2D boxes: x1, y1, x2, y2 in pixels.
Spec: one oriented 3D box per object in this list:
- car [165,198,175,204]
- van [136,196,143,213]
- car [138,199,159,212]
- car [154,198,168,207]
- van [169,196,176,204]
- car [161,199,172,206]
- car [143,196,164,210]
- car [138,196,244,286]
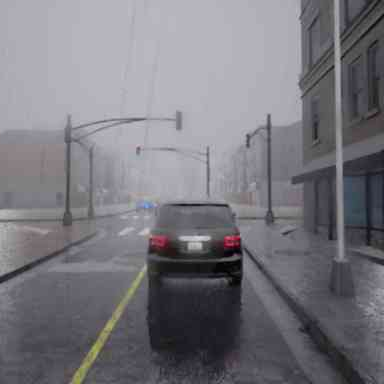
[{"bbox_3d":[-5.116,2.130,77.191,1.887,1.381,4.507,1,-1,0],"label":"car"},{"bbox_3d":[-5.209,1.364,37.150,1.690,1.788,3.998,2,-1,0],"label":"van"},{"bbox_3d":[-5.207,1.614,40.467,2.008,1.369,4.403,2,-1,0],"label":"car"},{"bbox_3d":[-5.168,1.808,56.031,1.887,1.381,4.507,2,-1,0],"label":"car"},{"bbox_3d":[-5.086,2.109,87.773,1.690,1.788,3.998,1,-1,0],"label":"van"},{"bbox_3d":[-5.143,1.999,66.611,1.802,1.307,4.206,2,-1,0],"label":"car"},{"bbox_3d":[-5.187,1.440,45.455,2.192,1.841,5.009,2,-1,0],"label":"car"},{"bbox_3d":[0.090,1.140,9.362,2.150,2.045,5.566,0,1,1],"label":"car"}]
